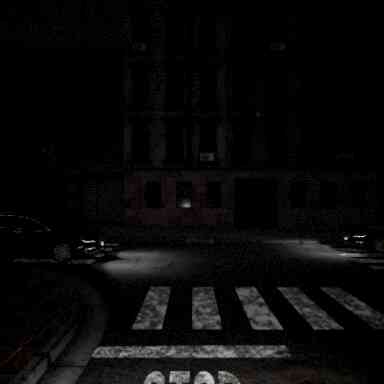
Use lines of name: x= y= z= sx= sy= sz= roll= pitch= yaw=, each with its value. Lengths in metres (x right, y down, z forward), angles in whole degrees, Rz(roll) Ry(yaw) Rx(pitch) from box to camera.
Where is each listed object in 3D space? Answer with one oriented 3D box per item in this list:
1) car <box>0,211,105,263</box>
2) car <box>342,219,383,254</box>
car: x=-5.420 y=1.432 z=11.106 sx=4.892 sy=1.490 sz=1.837 roll=1 pitch=-1 yaw=0
car: x=8.916 y=1.767 z=13.996 sx=4.892 sy=1.490 sz=1.837 roll=1 pitch=-1 yaw=0
